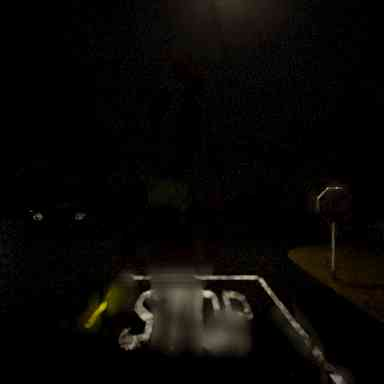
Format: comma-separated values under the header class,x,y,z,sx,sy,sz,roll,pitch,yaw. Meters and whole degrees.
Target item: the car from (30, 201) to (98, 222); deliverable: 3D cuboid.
class,x,y,z,sx,sy,sz,roll,pitch,yaw
car,-9.765,1.447,25.496,5.008,1.535,1.882,0,0,-2
